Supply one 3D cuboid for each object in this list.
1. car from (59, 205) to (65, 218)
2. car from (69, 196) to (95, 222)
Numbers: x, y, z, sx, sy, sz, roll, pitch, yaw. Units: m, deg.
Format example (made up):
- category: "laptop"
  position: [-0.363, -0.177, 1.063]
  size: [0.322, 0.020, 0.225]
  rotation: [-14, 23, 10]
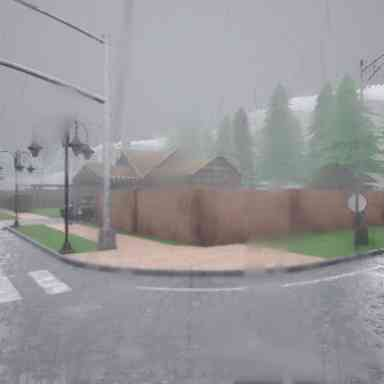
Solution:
- category: "car"
  position: [-8.655, 1.232, 27.207]
  size: [3.866, 1.878, 1.905]
  rotation: [0, 0, -37]
- category: "car"
  position: [-6.838, 1.223, 25.426]
  size: [4.605, 1.855, 1.932]
  rotation: [0, 0, -37]
